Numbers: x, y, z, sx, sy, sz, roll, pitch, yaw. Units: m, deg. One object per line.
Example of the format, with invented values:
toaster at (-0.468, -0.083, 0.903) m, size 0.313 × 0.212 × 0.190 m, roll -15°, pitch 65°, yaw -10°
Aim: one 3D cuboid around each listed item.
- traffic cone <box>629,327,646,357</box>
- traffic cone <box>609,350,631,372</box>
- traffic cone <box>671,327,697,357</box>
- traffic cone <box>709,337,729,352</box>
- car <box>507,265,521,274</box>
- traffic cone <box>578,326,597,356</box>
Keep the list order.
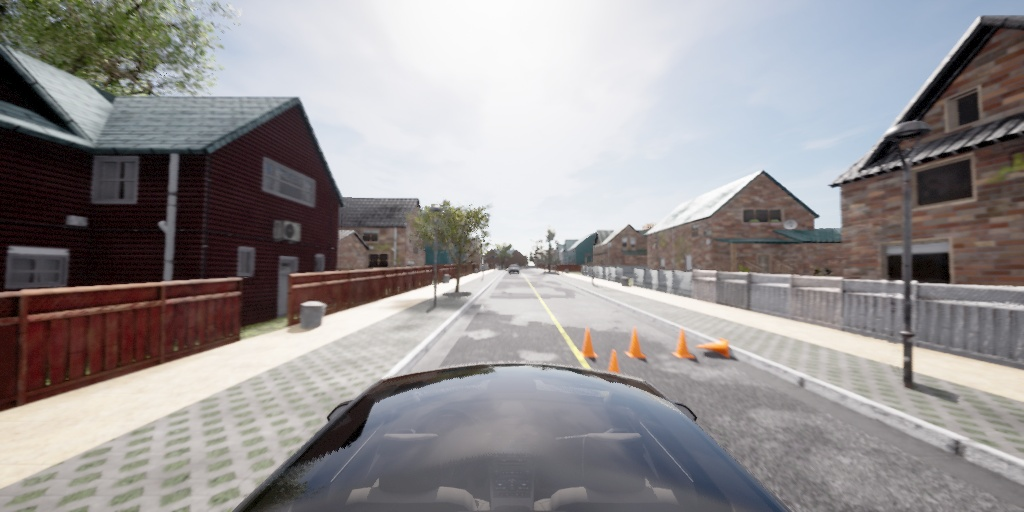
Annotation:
traffic cone at (2.596, 1.794, 7.569) m, size 0.340 × 0.580 × 0.340 m, roll 0°, pitch 0°, yaw 0°
traffic cone at (1.584, 1.762, 5.575) m, size 0.340 × 0.580 × 0.340 m, roll 0°, pitch 0°, yaw 0°
traffic cone at (3.595, 1.800, 7.562) m, size 0.340 × 0.580 × 0.340 m, roll 0°, pitch 0°, yaw 0°
traffic cone at (4.476, 1.635, 7.568) m, size 0.340 × 0.580 × 0.340 m, roll 0°, pitch 0°, yaw 0°
car at (0.350, 2.136, 58.183) m, size 1.837 × 1.490 × 4.892 m, roll 0°, pitch -1°, yaw 0°
traffic cone at (1.597, 1.787, 7.575) m, size 0.340 × 0.580 × 0.340 m, roll 0°, pitch 0°, yaw 0°
